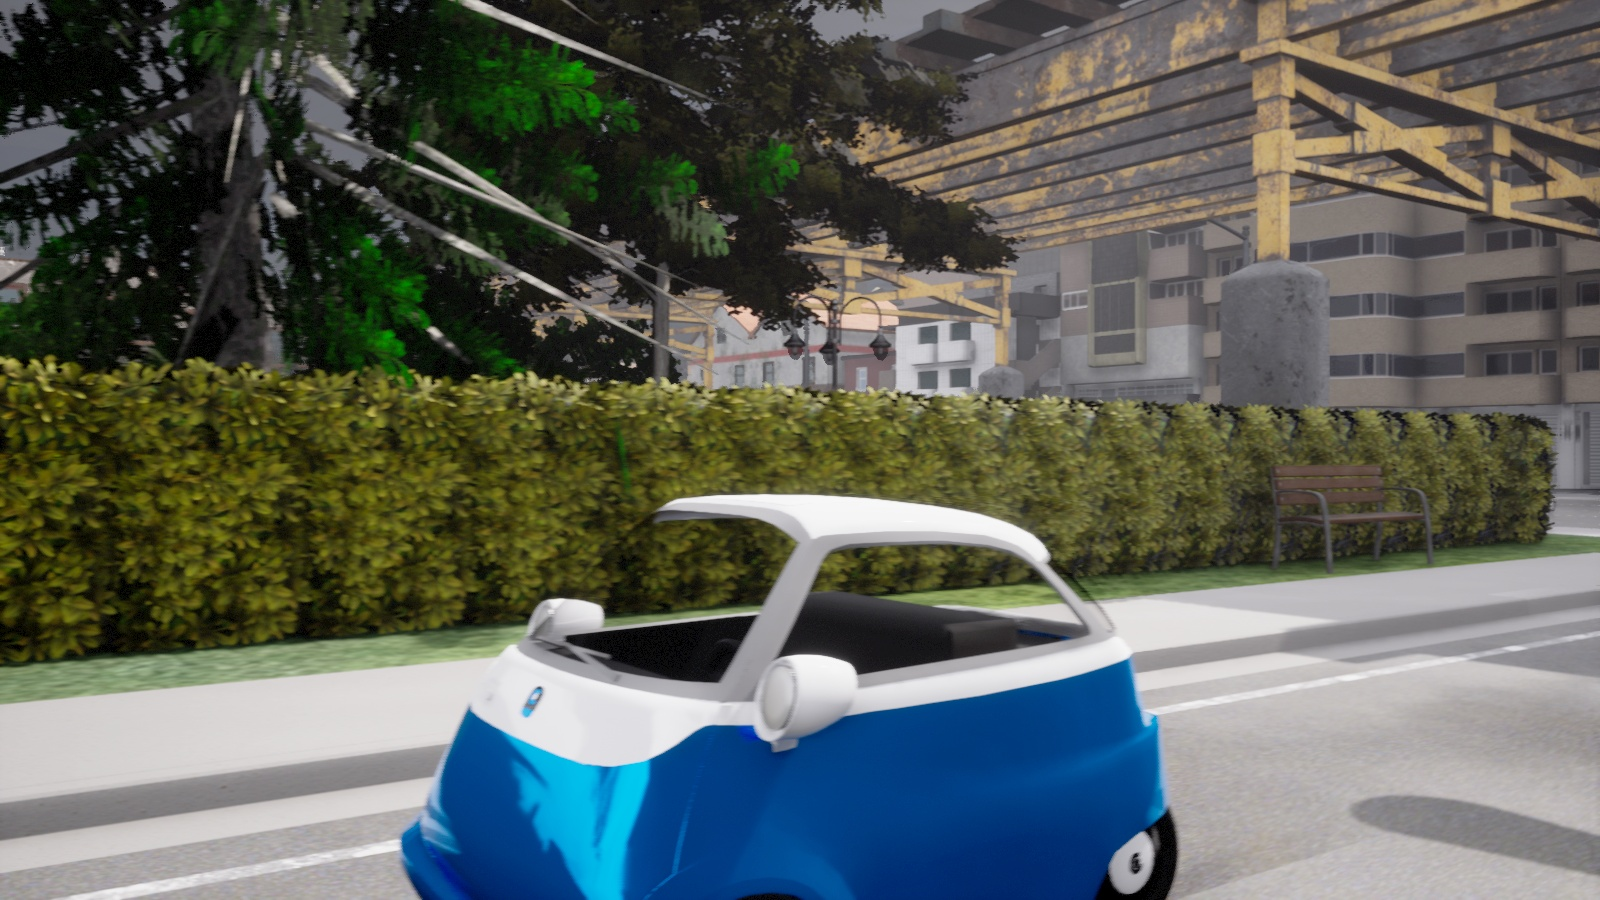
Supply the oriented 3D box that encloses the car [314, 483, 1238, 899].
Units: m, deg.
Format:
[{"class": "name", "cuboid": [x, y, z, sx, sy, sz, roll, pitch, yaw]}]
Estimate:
[{"class": "car", "cuboid": [-0.061, 0.809, 3.616, 2.207, 1.376, 1.481, 0, 0, -35]}]
